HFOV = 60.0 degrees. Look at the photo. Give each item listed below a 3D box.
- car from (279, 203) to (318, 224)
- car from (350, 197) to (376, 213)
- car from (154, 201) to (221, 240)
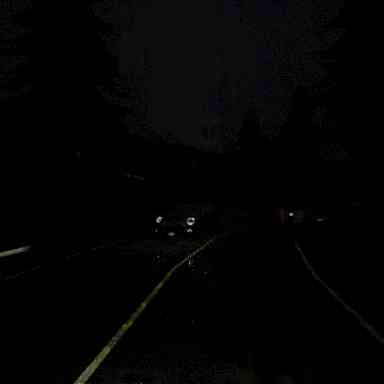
[{"bbox_3d":[7.838,1.493,24.331,1.994,1.385,4.181,0,0,32],"label":"car"},{"bbox_3d":[19.323,1.285,36.467,4.553,1.767,2.097,0,0,-38],"label":"car"},{"bbox_3d":[-0.086,1.276,16.763,2.097,1.767,4.553,0,0,22],"label":"car"}]
